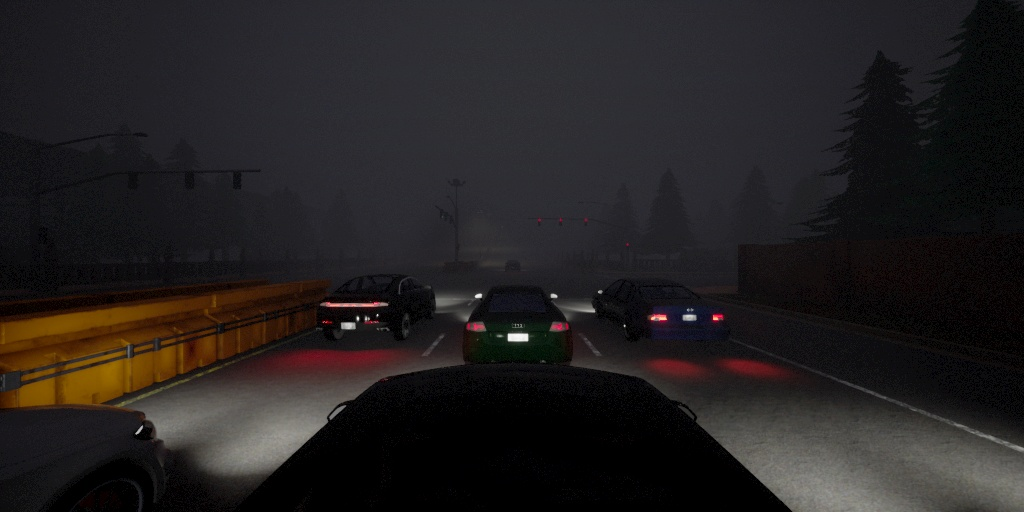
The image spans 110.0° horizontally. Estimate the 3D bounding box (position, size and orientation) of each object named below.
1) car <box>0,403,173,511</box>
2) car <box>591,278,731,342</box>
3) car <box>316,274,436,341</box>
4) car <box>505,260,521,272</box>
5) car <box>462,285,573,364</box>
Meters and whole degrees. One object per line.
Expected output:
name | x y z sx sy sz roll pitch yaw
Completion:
car | -3.403 1.276 0.638 1.812 1.442 4.674 0 0 0
car | 3.599 1.297 9.781 2.033 1.411 5.357 0 0 0
car | -3.400 1.241 9.875 2.128 1.511 4.902 0 0 0
car | 0.097 1.227 45.812 1.882 1.535 5.008 0 0 0
car | 0.099 1.314 7.924 1.994 1.385 4.181 0 0 0
